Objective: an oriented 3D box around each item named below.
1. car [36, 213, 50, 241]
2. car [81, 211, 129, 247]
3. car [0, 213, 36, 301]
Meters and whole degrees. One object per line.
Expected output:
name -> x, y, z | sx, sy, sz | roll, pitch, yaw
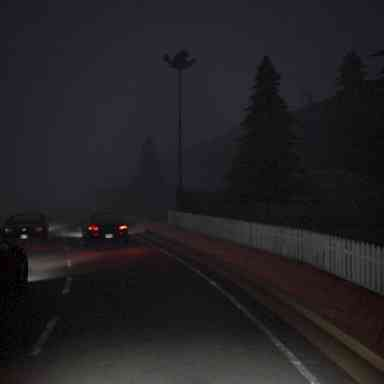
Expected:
car -> -8.315, 1.733, 16.994 | 1.895, 1.301, 4.718 | 0, 0, -21
car -> -4.130, 1.626, 15.626 | 1.812, 1.442, 4.674 | 0, 0, -20
car -> -4.687, 1.412, 6.224 | 2.097, 1.767, 4.553 | 0, 0, -12
